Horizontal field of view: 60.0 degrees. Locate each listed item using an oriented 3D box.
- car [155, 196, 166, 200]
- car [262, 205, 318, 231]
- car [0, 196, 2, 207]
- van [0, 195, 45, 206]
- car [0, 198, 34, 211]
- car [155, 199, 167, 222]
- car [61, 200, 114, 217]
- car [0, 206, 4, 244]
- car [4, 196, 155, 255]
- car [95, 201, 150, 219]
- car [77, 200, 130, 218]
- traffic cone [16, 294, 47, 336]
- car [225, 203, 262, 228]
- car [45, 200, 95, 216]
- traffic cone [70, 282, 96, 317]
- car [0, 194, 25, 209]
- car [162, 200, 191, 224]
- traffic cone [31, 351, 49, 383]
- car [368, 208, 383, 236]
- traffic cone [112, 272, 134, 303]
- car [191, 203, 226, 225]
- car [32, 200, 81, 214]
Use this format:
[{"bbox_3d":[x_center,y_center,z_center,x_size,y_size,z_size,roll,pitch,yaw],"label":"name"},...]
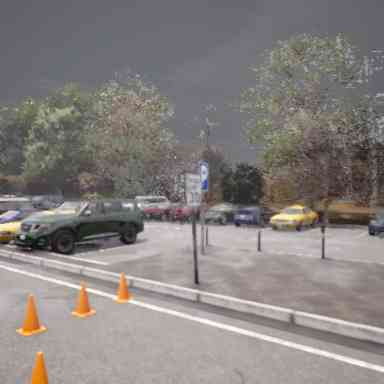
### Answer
[{"bbox_3d":[-4.349,1.411,30.331,2.435,2.045,5.566,0,0,36],"label":"car"},{"bbox_3d":[6.824,1.628,22.096,1.946,1.575,5.366,0,0,36],"label":"car"},{"bbox_3d":[-31.355,1.441,49.837,2.185,1.767,4.553,0,0,36],"label":"car"},{"bbox_3d":[-11.264,1.358,19.372,1.878,1.987,4.442,0,0,36],"label":"van"},{"bbox_3d":[-24.505,1.612,45.098,1.946,1.575,5.366,0,0,36],"label":"car"},{"bbox_3d":[-2.076,1.656,28.736,2.097,1.535,5.008,0,0,36],"label":"car"},{"bbox_3d":[-10.985,1.671,35.367,1.946,1.575,5.366,0,0,36],"label":"car"},{"bbox_3d":[-6.890,1.567,15.851,1.946,1.575,5.366,0,0,36],"label":"car"},{"bbox_3d":[-4.522,1.313,14.343,2.435,2.045,5.566,0,0,36],"label":"car"},{"bbox_3d":[-6.588,1.669,31.968,2.231,1.521,4.892,0,0,36],"label":"car"},{"bbox_3d":[-8.842,1.671,33.591,2.097,1.535,5.008,0,0,36],"label":"car"},{"bbox_3d":[-2.637,1.985,5.470,0.340,0.580,0.340,0,0,36],"label":"traffic cone"},{"bbox_3d":[4.697,1.668,23.891,2.163,1.488,4.792,0,0,36],"label":"car"},{"bbox_3d":[-13.361,1.703,36.813,2.163,1.488,4.792,0,0,36],"label":"car"},{"bbox_3d":[-2.053,1.991,6.279,0.340,0.580,0.340,0,0,36],"label":"traffic cone"},{"bbox_3d":[-26.849,1.347,46.593,2.435,2.045,5.566,0,0,36],"label":"car"},{"bbox_3d":[0.177,1.650,27.114,2.097,1.535,5.008,0,0,36],"label":"car"},{"bbox_3d":[-1.599,1.975,3.489,0.340,0.580,0.340,0,0,36],"label":"traffic cone"},{"bbox_3d":[11.422,1.650,18.981,2.163,1.488,4.792,0,0,36],"label":"car"},{"bbox_3d":[-1.469,1.997,7.089,0.340,0.580,0.340,0,0,36],"label":"traffic cone"},{"bbox_3d":[2.431,1.646,25.494,2.231,1.521,4.892,0,0,36],"label":"car"},{"bbox_3d":[-15.586,1.695,38.485,2.163,1.488,4.792,0,0,36],"label":"car"}]
